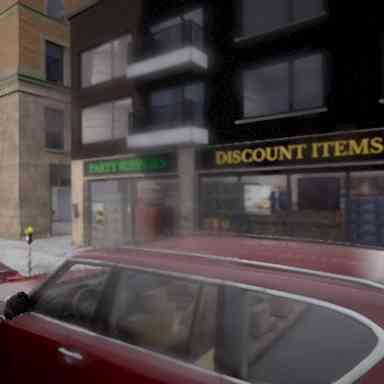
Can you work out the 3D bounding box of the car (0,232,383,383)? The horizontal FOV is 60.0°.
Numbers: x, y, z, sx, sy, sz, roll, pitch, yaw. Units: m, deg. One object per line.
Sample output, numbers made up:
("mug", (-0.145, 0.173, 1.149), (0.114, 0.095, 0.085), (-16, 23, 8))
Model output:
("car", (-0.206, 1.315, 3.007), (5.009, 1.841, 2.192), (0, -1, 36))
